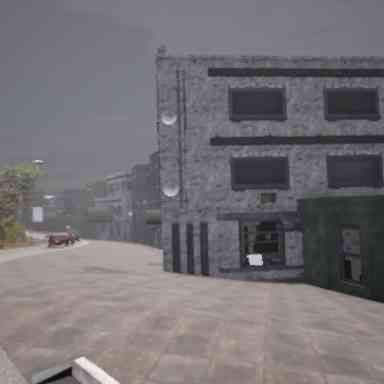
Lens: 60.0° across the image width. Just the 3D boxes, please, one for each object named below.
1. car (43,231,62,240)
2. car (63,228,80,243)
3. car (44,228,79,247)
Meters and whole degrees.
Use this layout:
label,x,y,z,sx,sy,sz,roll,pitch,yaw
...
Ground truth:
label,x,y,z,sx,sy,sz,roll,pitch,yaw
car,-27.965,8.653,66.647,2.033,1.411,5.357,0,-4,-39
car,-18.838,6.716,51.715,2.150,2.045,5.566,-1,-5,-24
car,-13.371,4.832,34.365,1.882,1.535,5.008,-1,-7,-10
